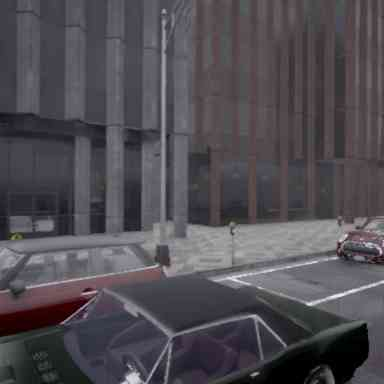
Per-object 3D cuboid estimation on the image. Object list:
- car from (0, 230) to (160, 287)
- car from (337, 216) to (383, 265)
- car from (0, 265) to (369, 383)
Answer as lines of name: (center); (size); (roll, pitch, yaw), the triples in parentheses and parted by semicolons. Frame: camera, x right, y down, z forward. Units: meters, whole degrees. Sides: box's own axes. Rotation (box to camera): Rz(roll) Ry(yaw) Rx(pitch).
car: (-2.341, 1.448, 4.982); (4.097, 1.590, 1.967); (1, -1, -35)
car: (6.839, 1.557, 11.524); (4.097, 1.590, 1.967); (1, -1, -35)
car: (-0.442, 1.613, 3.063); (4.718, 1.301, 1.895); (1, 0, -35)
